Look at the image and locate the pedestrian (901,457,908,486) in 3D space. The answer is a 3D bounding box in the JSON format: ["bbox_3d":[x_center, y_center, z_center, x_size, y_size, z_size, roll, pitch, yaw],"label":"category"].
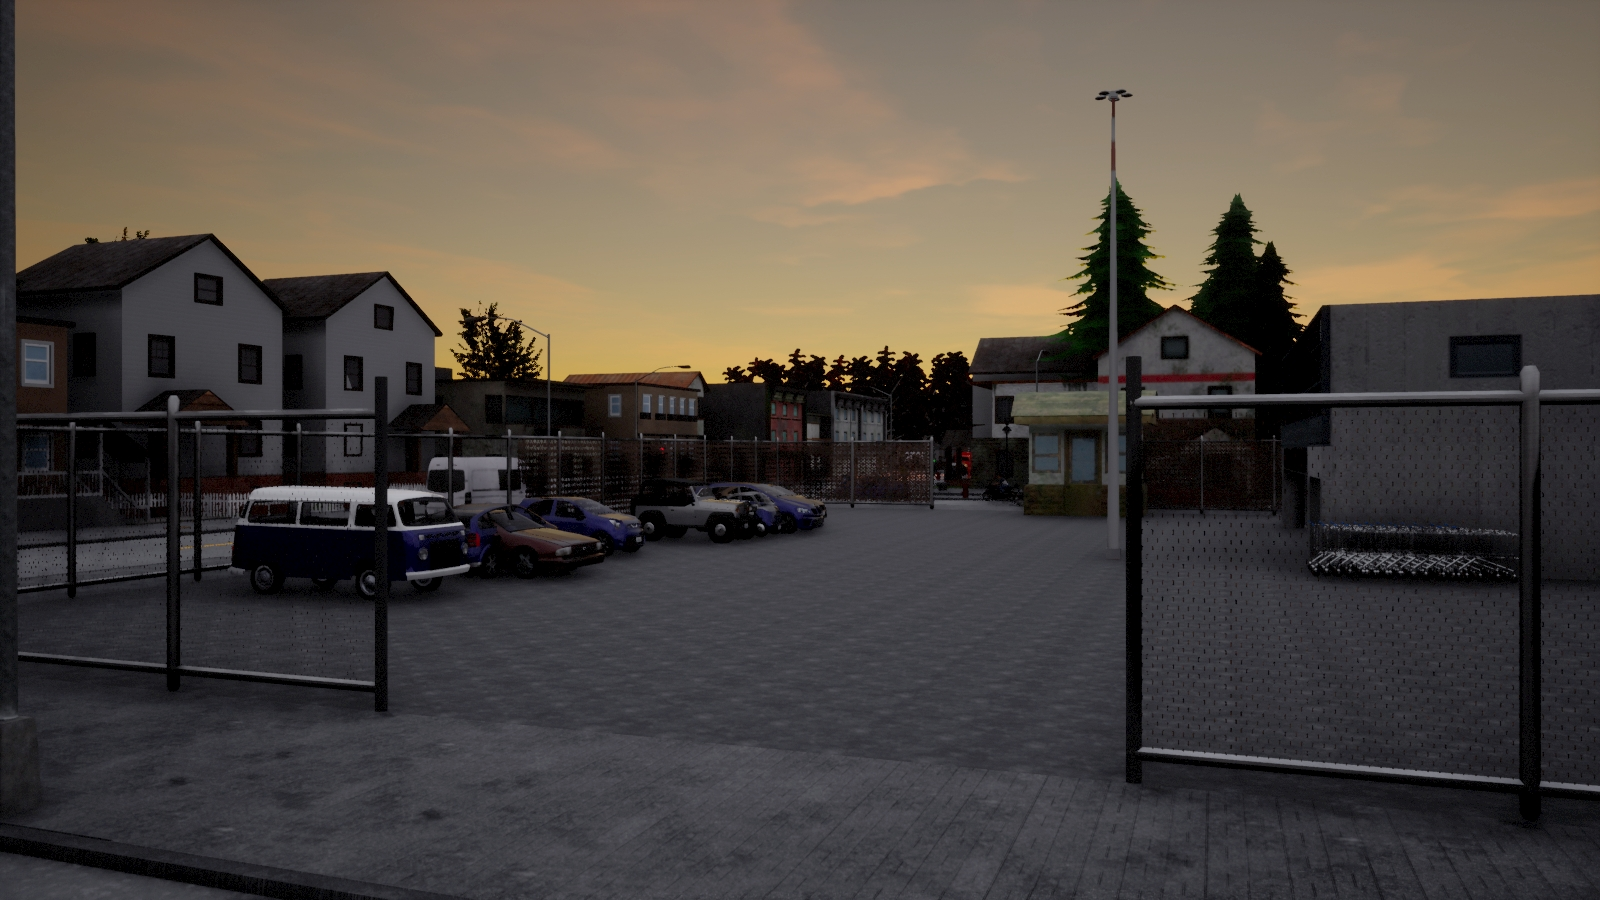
[{"bbox_3d":[6.901,1.403,75.314,0.375,1.860,0.375,0,0,-15],"label":"pedestrian"}]

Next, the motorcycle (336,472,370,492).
[{"bbox_3d":[-27.676,1.970,70.719,1.805,1.236,0.856,0,1,19],"label":"motorcycle"}]

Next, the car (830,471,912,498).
[{"bbox_3d":[3.943,1.902,63.656,4.181,1.385,1.994,0,0,20],"label":"car"}]

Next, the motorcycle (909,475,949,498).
[{"bbox_3d":[7.082,1.997,62.530,2.033,1.145,0.803,1,0,20],"label":"motorcycle"}]

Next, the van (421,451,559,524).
[{"bbox_3d":[-11.617,1.319,43.359,1.988,2.561,5.915,0,0,20],"label":"van"}]
